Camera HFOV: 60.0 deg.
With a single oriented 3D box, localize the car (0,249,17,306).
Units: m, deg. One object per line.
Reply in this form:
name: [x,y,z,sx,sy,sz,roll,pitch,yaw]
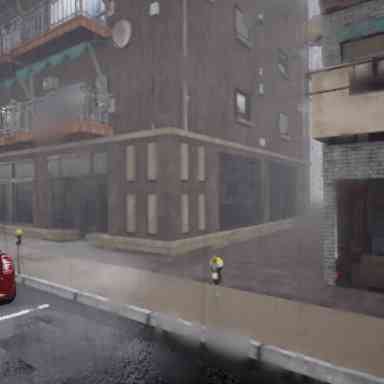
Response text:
car: [-5.340,1.379,6.662,4.097,1.590,1.967,1,-1,36]
